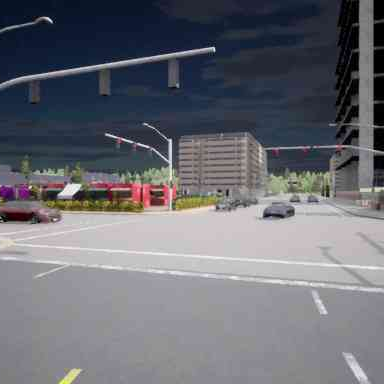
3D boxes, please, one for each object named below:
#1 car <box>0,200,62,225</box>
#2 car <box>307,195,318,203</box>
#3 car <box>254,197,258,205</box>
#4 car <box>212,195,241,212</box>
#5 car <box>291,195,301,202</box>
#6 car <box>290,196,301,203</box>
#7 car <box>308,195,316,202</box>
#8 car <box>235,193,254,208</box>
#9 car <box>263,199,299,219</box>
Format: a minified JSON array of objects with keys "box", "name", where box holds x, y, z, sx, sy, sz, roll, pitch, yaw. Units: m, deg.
[{"box":[-11.889,1.408,24.449,4.553,1.767,2.097,0,0,19],"name":"car"},{"box":[24.684,1.541,67.785,2.033,1.411,5.357,0,0,19],"name":"car"},{"box":[10.455,1.564,58.643,1.994,1.385,4.181,0,0,19],"name":"car"},{"box":[4.090,1.491,39.726,2.128,1.511,4.902,0,0,19],"name":"car"},{"box":[24.545,1.540,78.444,2.033,1.411,5.357,0,0,19],"name":"car"},{"box":[21.474,1.554,69.217,1.994,1.385,4.181,0,0,19],"name":"car"},{"box":[27.967,1.524,77.643,1.812,1.442,4.674,0,0,19],"name":"car"},{"box":[7.239,1.221,49.113,2.150,2.045,5.566,0,0,18],"name":"car"},{"box":[7.804,1.592,29.645,1.994,1.385,4.181,1,1,31],"name":"car"}]
